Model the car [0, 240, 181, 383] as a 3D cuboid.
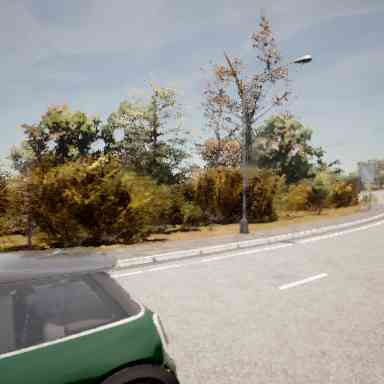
[{"bbox_3d":[-2.388,1.367,2.440,4.553,1.767,2.097,0,0,-36],"label":"car"}]
